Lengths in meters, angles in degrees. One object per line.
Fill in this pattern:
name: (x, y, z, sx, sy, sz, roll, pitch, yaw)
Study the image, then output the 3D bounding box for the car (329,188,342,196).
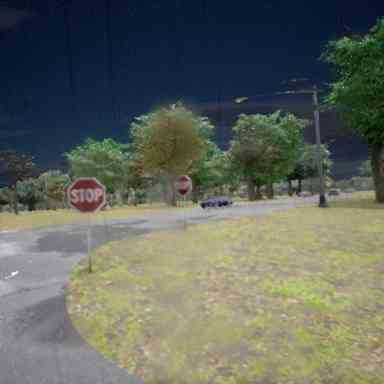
car: (29.148, 0.072, 68.197, 1.837, 1.490, 4.892, -4, -1, 27)

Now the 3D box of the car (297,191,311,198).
car: (22.948, 0.498, 67.879, 1.812, 1.442, 4.674, -5, -1, 34)

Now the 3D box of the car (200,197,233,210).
car: (2.839, 1.276, 38.418, 1.895, 1.301, 4.718, -5, -1, 34)
